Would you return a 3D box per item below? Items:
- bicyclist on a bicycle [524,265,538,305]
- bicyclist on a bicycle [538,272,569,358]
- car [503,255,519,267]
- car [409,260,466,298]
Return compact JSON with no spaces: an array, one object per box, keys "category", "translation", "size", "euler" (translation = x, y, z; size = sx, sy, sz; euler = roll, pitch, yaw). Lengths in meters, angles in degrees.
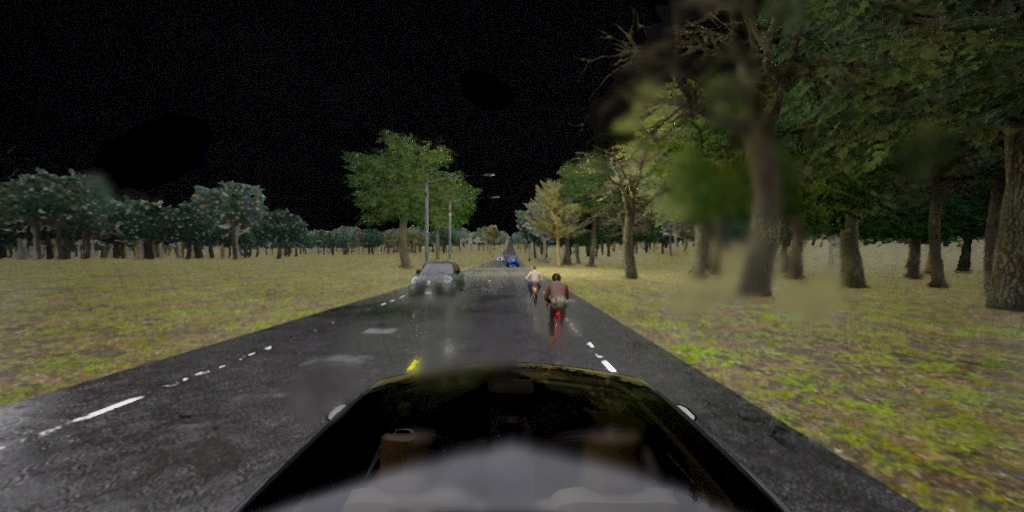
[{"category":"bicyclist on a bicycle","translation":[0.940,1.169,14.983],"size":[0.866,1.612,1.509],"euler":[0,0,0]},{"category":"bicyclist on a bicycle","translation":[0.956,1.195,7.541],"size":[0.582,1.620,1.656],"euler":[0,0,0]},{"category":"car","translation":[0.066,0.924,64.763],"size":[2.150,2.045,5.566],"euler":[0,0,-4]},{"category":"car","translation":[-3.619,1.081,18.093],"size":[2.097,1.767,4.553],"euler":[0,0,0]}]
